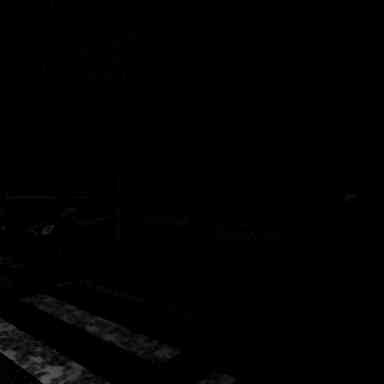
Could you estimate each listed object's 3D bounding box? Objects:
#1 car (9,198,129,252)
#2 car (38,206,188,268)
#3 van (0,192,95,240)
[{"bbox_3d":[-4.216,1.269,13.073,2.185,1.767,4.553,1,0,41],"label":"car"},{"bbox_3d":[-2.159,1.423,11.244,2.231,1.521,4.892,1,0,41],"label":"car"},{"bbox_3d":[-6.397,1.138,14.764,1.878,1.987,4.442,1,0,41],"label":"van"}]
